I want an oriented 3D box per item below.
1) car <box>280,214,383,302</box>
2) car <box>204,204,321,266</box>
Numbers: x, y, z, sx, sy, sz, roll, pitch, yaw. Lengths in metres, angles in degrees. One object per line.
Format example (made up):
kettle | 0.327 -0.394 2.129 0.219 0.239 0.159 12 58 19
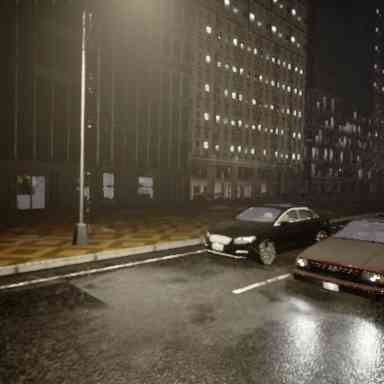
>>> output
car | 4.565 1.313 7.874 5.357 1.411 2.033 -1 3 -41
car | 2.522 1.148 10.400 4.902 1.511 2.128 -1 3 -41
